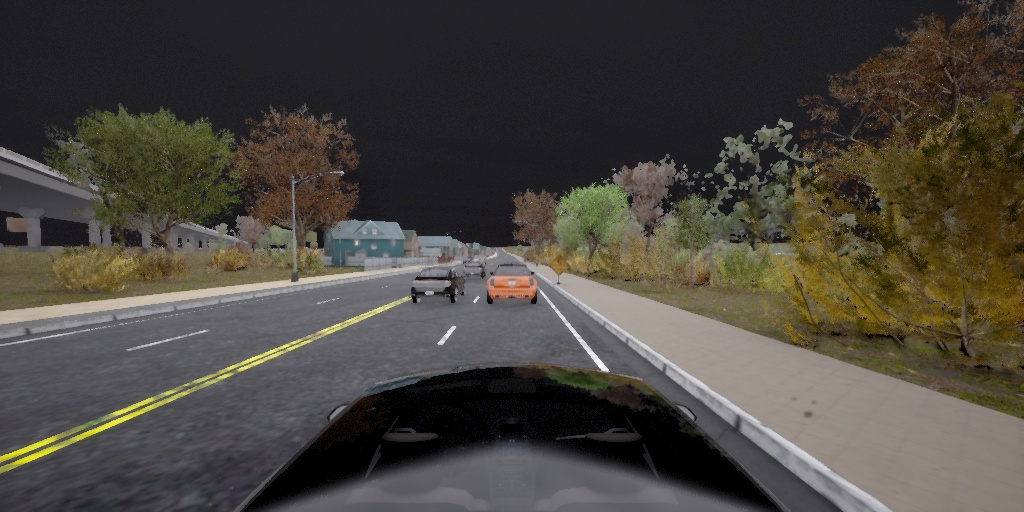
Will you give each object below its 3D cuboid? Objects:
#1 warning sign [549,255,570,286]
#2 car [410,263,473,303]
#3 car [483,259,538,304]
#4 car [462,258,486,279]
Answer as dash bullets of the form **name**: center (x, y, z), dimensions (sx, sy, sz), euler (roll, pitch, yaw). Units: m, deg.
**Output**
- **warning sign**: center (2.850, 0.849, 22.023), dimensions (1.300, 1.860, 1.060), euler (0, 0, 0)
- **car**: center (-3.250, 1.234, 16.508), dimensions (2.128, 1.511, 4.902), euler (0, 0, 0)
- **car**: center (0.000, 1.106, 16.478), dimensions (2.097, 1.767, 4.553), euler (0, 0, 0)
- **car**: center (-3.249, 1.219, 31.516), dimensions (2.128, 1.511, 4.902), euler (0, 0, 0)
